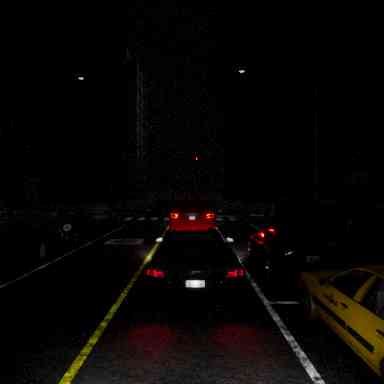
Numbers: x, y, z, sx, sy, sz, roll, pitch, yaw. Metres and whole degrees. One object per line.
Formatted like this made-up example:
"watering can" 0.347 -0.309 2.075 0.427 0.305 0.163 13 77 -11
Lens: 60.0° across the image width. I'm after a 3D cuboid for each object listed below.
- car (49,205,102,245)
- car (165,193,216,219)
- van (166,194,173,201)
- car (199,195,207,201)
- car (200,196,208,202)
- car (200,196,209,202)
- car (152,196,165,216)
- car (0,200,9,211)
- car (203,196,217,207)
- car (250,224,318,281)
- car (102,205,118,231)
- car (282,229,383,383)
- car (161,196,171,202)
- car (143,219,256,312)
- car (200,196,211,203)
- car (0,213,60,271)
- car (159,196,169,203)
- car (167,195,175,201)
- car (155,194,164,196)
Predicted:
"car" -5.755 1.441 15.120 1.967 1.590 4.097 0 0 0
"car" 0.014 1.222 17.209 2.150 2.045 5.566 0 0 0
"van" -5.712 1.372 85.173 1.690 1.788 3.998 0 0 0
"car" 2.814 1.556 85.337 1.752 1.417 4.829 0 0 0
"car" 2.810 1.572 79.730 1.887 1.381 4.507 0 0 0
"car" 2.807 1.568 74.292 1.887 1.381 4.507 0 0 0
"car" -1.284 1.484 32.061 5.008 1.535 1.882 1 0 0
"car" -20.157 0.988 32.040 4.553 1.767 2.097 1 0 0
"car" 2.794 1.452 52.542 1.967 1.590 4.097 0 0 0
"car" 2.767 1.566 9.659 1.947 1.339 4.313 0 0 0
"car" -5.751 1.527 20.407 1.752 1.417 4.829 0 0 0
"car" 2.764 1.525 4.373 1.752 1.417 4.829 0 0 0
"car" -5.718 1.548 74.127 1.752 1.417 4.829 0 0 0
"car" 0.064 1.564 7.789 1.994 1.385 4.181 0 0 0
"car" 2.804 1.571 68.854 2.008 1.369 4.403 0 0 0
"car" -5.758 1.545 9.663 1.887 1.381 4.507 0 0 0
"car" -5.721 1.602 68.860 1.802 1.307 4.206 0 0 0
"car" -5.708 1.585 90.610 2.008 1.369 4.403 0 0 0
"car" -5.728 1.329 57.985 2.192 1.841 5.009 0 0 0
